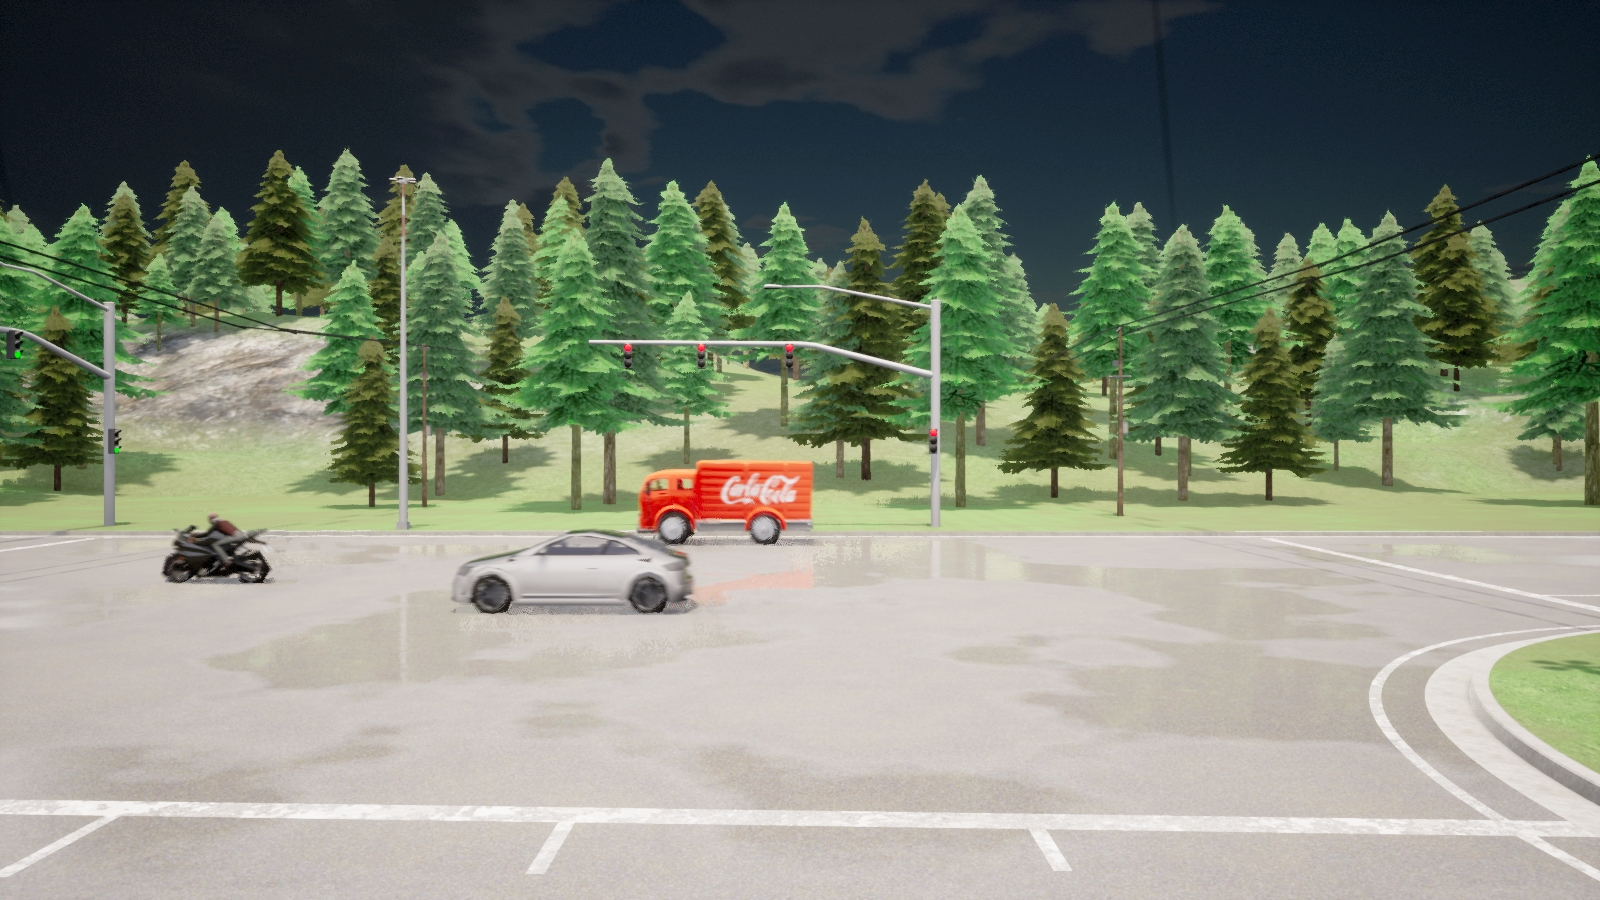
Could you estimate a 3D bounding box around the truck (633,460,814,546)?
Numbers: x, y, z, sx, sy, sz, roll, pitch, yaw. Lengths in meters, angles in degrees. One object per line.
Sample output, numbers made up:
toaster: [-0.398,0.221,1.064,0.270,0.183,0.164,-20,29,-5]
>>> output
truck: [-2.205,1.544,34.247,5.204,2.467,2.627,0,0,0]

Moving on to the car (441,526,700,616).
car: [-3.956,2.105,20.257,4.181,1.385,1.994,0,0,0]

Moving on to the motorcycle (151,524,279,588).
motorcycle: [-12.169,2.189,23.807,2.209,1.251,0.867,0,0,0]
